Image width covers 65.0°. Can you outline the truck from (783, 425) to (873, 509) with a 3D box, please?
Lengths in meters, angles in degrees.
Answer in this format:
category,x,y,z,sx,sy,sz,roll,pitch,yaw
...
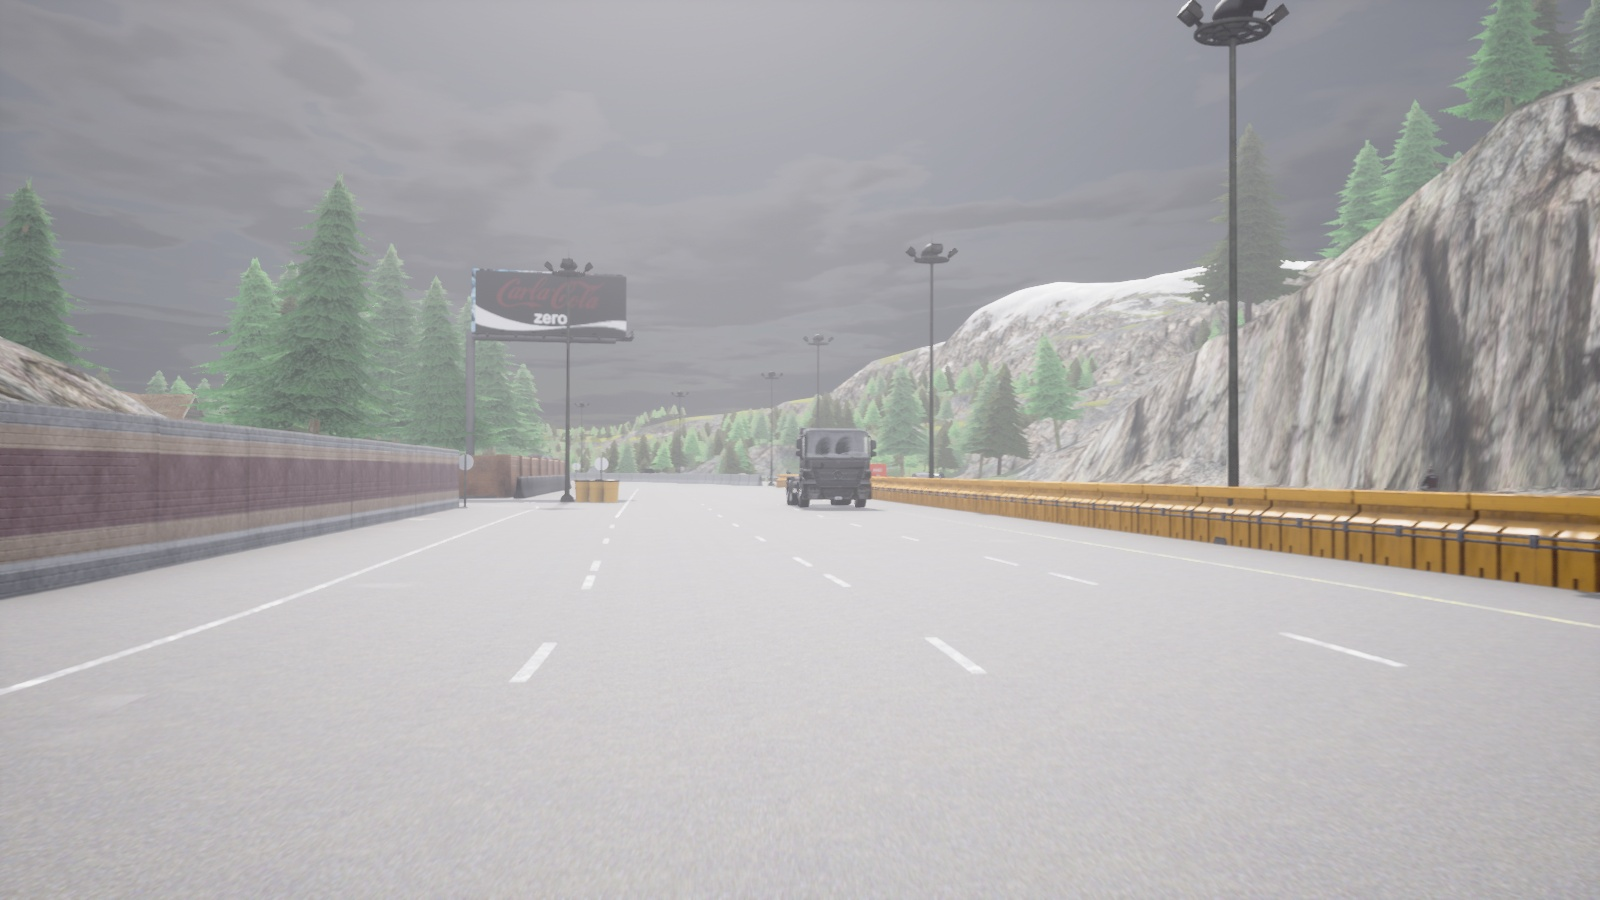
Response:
category,x,y,z,sx,sy,sz,roll,pitch,yaw
truck,1.104,0.755,55.362,2.891,3.462,7.936,0,-1,-7
